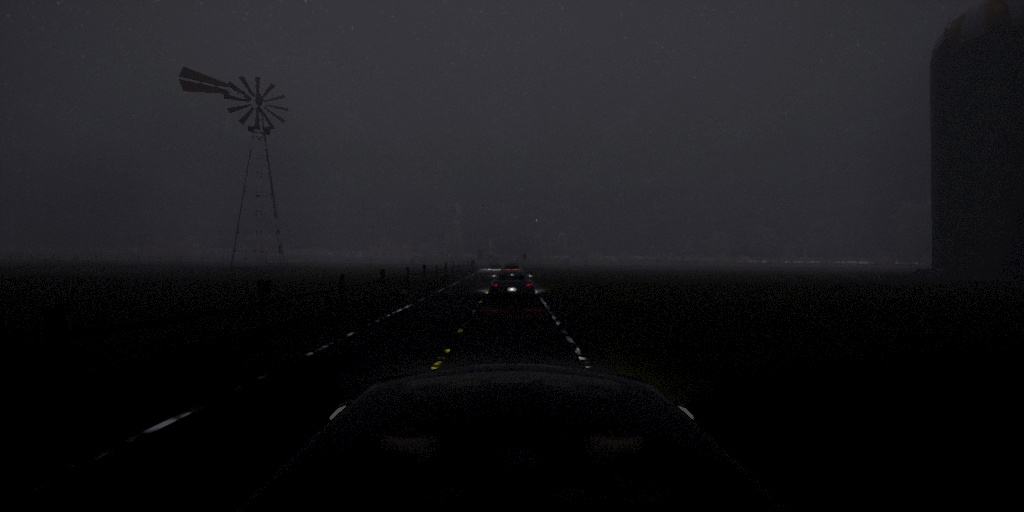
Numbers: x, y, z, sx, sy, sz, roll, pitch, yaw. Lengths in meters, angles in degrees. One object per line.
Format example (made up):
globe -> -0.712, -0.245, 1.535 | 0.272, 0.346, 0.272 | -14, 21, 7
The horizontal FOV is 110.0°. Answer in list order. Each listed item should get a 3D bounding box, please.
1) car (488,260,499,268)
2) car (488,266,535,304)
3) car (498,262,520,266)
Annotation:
car -> -2.750, 1.334, 57.501 | 1.994, 1.385, 4.181 | 0, 0, 0
car -> 0.000, 1.322, 16.499 | 1.994, 1.385, 4.181 | 0, 0, 0
car -> 0.000, 1.262, 31.500 | 1.837, 1.490, 4.892 | 0, 0, 0
